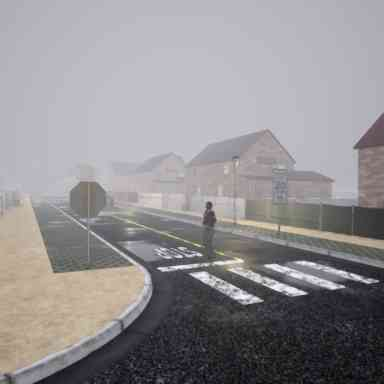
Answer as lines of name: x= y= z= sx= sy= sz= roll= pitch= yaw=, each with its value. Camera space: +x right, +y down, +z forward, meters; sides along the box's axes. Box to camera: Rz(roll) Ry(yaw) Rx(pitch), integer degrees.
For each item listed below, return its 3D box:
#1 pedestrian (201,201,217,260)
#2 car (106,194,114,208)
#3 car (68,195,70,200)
pedestrian: x=0.533 y=1.154 z=10.301 sx=0.375 sy=1.860 sz=0.375 roll=2 pitch=-1 yaw=-27
car: x=-9.870 y=0.923 z=36.406 sx=2.128 sy=1.511 sz=4.902 roll=0 pitch=1 yaw=-27
car: x=-19.267 y=0.735 z=55.197 sx=1.994 sy=1.385 sz=4.181 roll=0 pitch=0 yaw=-27
